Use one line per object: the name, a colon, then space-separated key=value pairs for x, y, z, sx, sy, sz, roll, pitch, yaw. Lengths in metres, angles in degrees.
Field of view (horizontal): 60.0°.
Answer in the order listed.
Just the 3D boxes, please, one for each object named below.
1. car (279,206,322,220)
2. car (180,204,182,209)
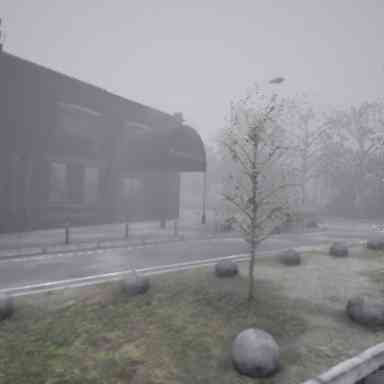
car: x=12.332 y=2.342 z=37.925 sx=4.674 sy=1.442 sz=1.812 roll=1 pitch=-1 yaw=29
car: x=-4.001 y=1.934 z=49.085 sx=5.357 sy=1.411 sz=2.033 roll=2 pitch=-1 yaw=35
